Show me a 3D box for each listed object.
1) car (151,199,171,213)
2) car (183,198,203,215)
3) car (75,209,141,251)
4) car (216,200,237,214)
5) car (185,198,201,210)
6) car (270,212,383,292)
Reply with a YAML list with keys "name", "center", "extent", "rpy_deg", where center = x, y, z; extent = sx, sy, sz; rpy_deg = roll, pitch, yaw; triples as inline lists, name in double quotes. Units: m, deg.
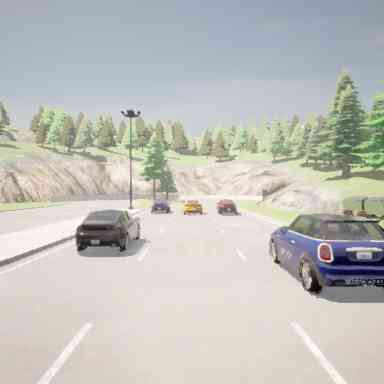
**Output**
- name: "car"
  center: [-3.399, 1.526, 36.960]
  extent: [1.812, 1.442, 4.674]
  rpy_deg: [0, 0, 0]
- name: "car"
  center: [0.096, 1.477, 34.373]
  extent: [1.882, 1.535, 5.008]
  rpy_deg: [0, 0, 0]
- name: "car"
  center: [-3.400, 1.505, 14.106]
  extent: [1.837, 1.490, 4.892]
  rpy_deg: [0, 0, 0]
- name: "car"
  center: [3.601, 1.526, 34.783]
  extent: [1.812, 1.442, 4.674]
  rpy_deg: [0, 0, 0]
- name: "car"
  center: [0.135, 1.547, 44.219]
  extent: [2.033, 1.411, 5.357]
  rpy_deg: [0, 0, 1]
- name: "car"
  center: [3.599, 1.351, 9.069]
  extent: [2.097, 1.767, 4.553]
  rpy_deg: [0, 0, 0]
